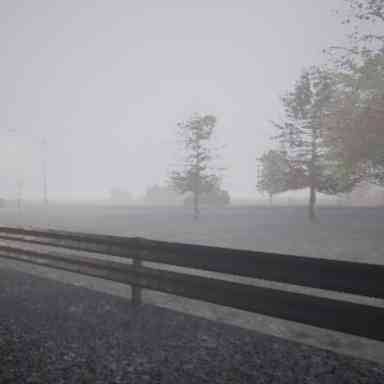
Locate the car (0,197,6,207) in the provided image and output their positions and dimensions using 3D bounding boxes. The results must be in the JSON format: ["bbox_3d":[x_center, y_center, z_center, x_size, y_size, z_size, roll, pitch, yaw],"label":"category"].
[{"bbox_3d":[-27.646,1.289,45.071,4.892,1.490,1.837,0,0,11],"label":"car"}]

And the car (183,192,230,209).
[{"bbox_3d":[1.717,0.833,39.186,5.566,2.045,2.150,0,0,11],"label":"car"}]
